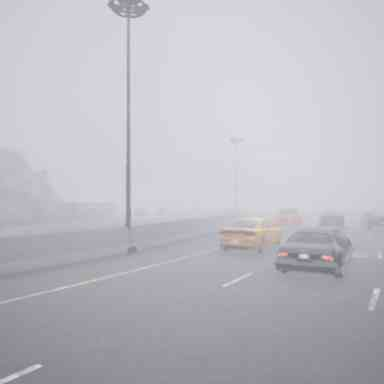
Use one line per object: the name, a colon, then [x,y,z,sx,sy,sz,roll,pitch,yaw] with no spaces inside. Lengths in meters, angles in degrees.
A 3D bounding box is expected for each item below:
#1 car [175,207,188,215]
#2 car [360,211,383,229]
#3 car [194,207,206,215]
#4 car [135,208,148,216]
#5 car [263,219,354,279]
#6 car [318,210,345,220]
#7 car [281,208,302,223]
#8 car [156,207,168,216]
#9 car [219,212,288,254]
car: [-1.887,3.430,59.859,1.837,1.490,4.892,0,-2,-5]
car: [15.522,2.329,28.006,1.812,1.442,4.674,-1,-2,17]
car: [1.395,3.538,62.598,2.033,1.411,5.357,0,-2,-6]
car: [-8.810,3.490,58.555,1.994,1.385,4.181,0,-2,-4]
car: [4.345,1.891,11.371,2.033,1.411,5.357,-1,-2,30]
car: [12.397,2.355,29.716,1.882,1.535,5.008,-1,-2,17]
car: [8.737,2.252,29.747,2.097,1.767,4.553,-1,-2,18]
car: [-5.343,3.432,59.276,1.837,1.490,4.892,0,-2,-5]
car: [3.012,1.982,16.178,1.882,1.535,5.008,-1,-2,29]
